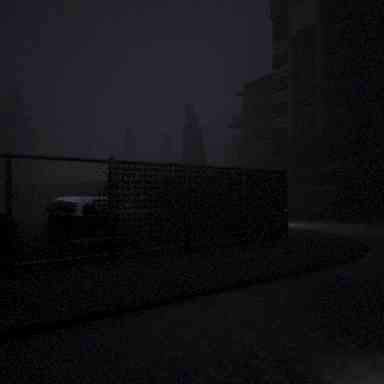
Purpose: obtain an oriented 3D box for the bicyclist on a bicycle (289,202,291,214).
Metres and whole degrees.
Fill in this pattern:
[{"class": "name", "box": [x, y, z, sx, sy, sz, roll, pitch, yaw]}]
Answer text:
[{"class": "bicyclist on a bicycle", "box": [9.235, 1.350, 32.702, 1.656, 1.620, 0.582, 0, 0, -36]}]
